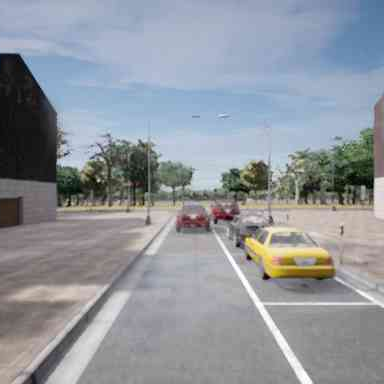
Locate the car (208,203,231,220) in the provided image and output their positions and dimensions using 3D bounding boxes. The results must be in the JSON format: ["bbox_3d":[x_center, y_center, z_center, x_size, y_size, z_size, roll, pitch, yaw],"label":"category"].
[{"bbox_3d":[2.594,1.787,32.209,1.752,1.417,4.829,0,0,0],"label":"car"}]

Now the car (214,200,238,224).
[{"bbox_3d":[2.601,1.529,26.495,2.192,1.841,5.009,0,0,0],"label":"car"}]

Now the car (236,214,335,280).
[{"bbox_3d":[2.623,1.601,10.029,1.752,1.417,4.829,0,0,0],"label":"car"}]

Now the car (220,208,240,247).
[{"bbox_3d":[2.616,1.671,15.402,2.008,1.369,4.403,0,0,0],"label":"car"}]

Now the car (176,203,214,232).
[{"bbox_3d":[0.071,1.525,21.663,2.097,1.767,4.553,0,-1,0],"label":"car"}]

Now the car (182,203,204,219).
[{"bbox_3d":[0.080,1.834,33.168,1.994,1.385,4.181,0,-1,0],"label":"car"}]
